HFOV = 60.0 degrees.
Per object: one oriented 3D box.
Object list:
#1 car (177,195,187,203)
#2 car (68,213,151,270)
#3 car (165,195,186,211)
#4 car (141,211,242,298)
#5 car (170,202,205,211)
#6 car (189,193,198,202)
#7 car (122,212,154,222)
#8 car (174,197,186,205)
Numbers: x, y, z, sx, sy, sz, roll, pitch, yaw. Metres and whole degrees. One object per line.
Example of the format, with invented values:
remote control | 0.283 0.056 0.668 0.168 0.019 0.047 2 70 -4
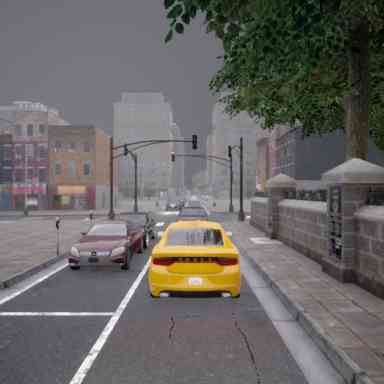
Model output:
car | -2.132 1.480 71.825 1.837 1.490 4.892 0 0 0
car | -2.625 1.581 10.966 1.802 1.307 4.206 0 0 0
car | -2.239 1.482 41.628 2.128 1.511 4.902 0 0 0
car | 0.076 1.477 8.561 1.882 1.535 5.008 0 0 0
car | 0.026 1.546 19.050 2.033 1.411 5.357 0 0 0
car | 0.368 1.508 66.839 1.812 1.442 4.674 0 0 0
car | -2.621 1.565 14.629 1.947 1.339 4.313 0 0 0
car | -2.201 1.586 61.624 1.895 1.301 4.718 0 0 0
